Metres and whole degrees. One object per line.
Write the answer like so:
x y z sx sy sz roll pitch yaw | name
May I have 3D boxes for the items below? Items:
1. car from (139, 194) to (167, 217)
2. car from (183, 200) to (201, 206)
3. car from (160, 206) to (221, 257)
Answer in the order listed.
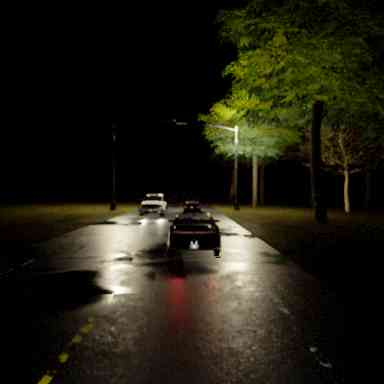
-3.599 1.225 31.619 2.150 2.045 5.566 0 0 0 | car
-0.023 1.534 35.003 2.033 1.411 5.357 0 0 0 | car
0.075 1.504 12.969 2.128 1.511 4.902 0 0 0 | car
